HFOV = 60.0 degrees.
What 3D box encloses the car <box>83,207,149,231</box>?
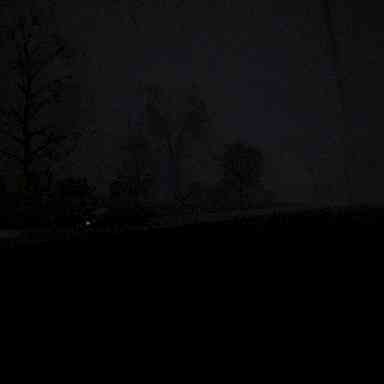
[{"bbox_3d":[-4.822,1.659,21.583,1.812,1.442,4.674,1,0,36],"label":"car"}]
